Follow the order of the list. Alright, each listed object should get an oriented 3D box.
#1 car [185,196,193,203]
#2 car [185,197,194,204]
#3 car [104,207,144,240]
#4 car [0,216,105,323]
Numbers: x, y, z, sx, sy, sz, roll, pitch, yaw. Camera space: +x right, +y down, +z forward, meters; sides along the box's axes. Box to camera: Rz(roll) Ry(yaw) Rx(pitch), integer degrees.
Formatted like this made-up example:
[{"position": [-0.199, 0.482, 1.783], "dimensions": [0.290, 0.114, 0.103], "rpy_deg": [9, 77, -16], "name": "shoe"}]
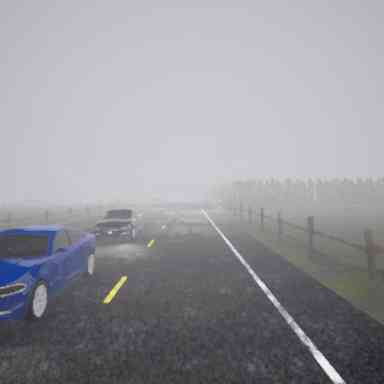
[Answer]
[{"position": [-0.692, 1.848, 82.686], "dimensions": [2.033, 1.411, 5.357], "rpy_deg": [-1, 0, 0], "name": "car"}, {"position": [-0.605, 1.933, 72.711], "dimensions": [1.895, 1.301, 4.718], "rpy_deg": [-1, 0, 0], "name": "car"}, {"position": [-3.727, 1.606, 17.597], "dimensions": [1.837, 1.490, 4.892], "rpy_deg": [0, 0, 0], "name": "car"}, {"position": [-3.648, 1.540, 7.572], "dimensions": [1.882, 1.535, 5.008], "rpy_deg": [-1, 0, -1], "name": "car"}]
